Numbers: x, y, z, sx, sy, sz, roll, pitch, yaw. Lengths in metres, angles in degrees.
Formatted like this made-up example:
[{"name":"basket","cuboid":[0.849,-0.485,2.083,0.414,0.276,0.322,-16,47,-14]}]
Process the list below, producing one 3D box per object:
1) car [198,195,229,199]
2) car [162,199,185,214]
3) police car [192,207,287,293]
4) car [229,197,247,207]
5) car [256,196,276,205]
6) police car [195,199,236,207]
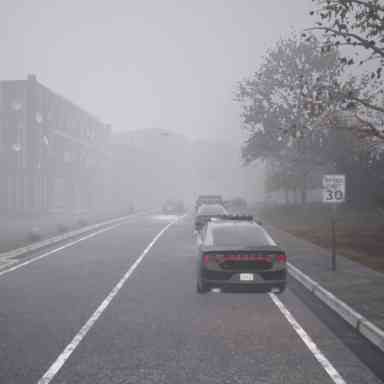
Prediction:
[{"name":"car","cuboid":[1.389,1.226,24.657,2.150,2.045,5.566,0,0,5]},{"name":"car","cuboid":[-1.905,1.499,35.466,2.128,1.511,4.902,0,0,8]},{"name":"police car","cuboid":[1.051,1.428,8.972,1.930,1.638,5.238,0,0,0]},{"name":"car","cuboid":[5.939,1.405,45.017,1.882,1.535,5.008,0,0,28]},{"name":"car","cuboid":[12.262,1.308,55.298,1.812,1.442,4.674,-1,1,40]},{"name":"police car","cuboid":[1.103,1.429,18.910,1.930,1.638,5.238,0,0,1]}]
